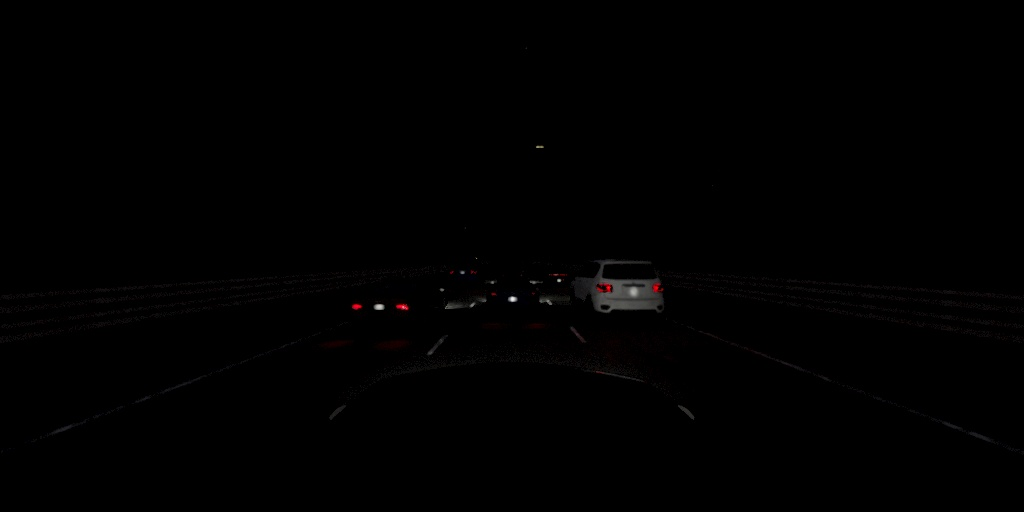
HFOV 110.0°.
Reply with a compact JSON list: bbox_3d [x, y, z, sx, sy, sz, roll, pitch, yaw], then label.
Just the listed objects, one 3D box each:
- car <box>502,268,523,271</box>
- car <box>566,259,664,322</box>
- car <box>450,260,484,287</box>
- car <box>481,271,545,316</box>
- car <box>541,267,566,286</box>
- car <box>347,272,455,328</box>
[{"bbox_3d":[0.050,1.652,29.406,1.994,1.385,4.181,0,-1,1],"label":"car"},{"bbox_3d":[3.533,1.116,13.012,2.150,2.045,5.566,0,0,1],"label":"car"},{"bbox_3d":[-3.468,1.294,27.955,2.150,2.045,5.566,0,0,1],"label":"car"},{"bbox_3d":[0.048,1.474,14.332,1.994,1.385,4.181,0,-1,1],"label":"car"},{"bbox_3d":[3.546,1.590,29.107,1.837,1.490,4.892,0,0,1],"label":"car"},{"bbox_3d":[-3.478,1.427,11.935,2.033,1.411,5.357,0,-1,0],"label":"car"}]
